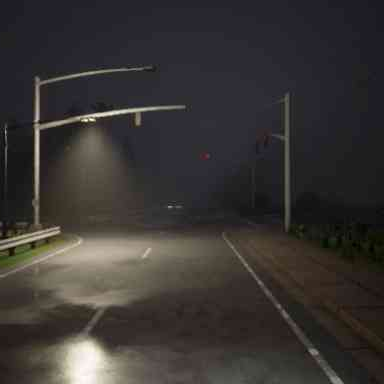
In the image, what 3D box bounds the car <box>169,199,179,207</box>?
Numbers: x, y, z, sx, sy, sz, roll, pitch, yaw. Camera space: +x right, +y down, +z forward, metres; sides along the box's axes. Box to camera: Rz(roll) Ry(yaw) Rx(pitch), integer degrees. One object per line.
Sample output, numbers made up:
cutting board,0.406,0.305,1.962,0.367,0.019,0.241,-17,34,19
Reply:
car,-3.548,2.099,66.694,1.882,1.535,5.008,0,0,0
